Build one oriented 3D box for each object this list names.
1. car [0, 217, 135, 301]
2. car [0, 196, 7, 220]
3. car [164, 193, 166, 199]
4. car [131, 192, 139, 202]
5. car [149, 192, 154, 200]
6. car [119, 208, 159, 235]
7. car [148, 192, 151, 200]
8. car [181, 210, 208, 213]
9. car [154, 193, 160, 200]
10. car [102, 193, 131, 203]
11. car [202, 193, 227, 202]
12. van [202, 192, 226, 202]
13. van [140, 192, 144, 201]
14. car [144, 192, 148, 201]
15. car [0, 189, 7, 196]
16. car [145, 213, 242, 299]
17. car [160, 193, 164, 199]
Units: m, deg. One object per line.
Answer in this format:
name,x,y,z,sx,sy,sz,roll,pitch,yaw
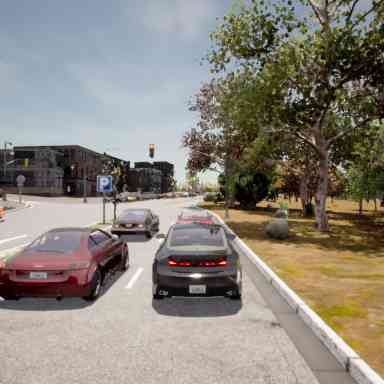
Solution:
car,-2.905,1.574,8.400,1.994,1.385,4.181,0,0,1
car,-16.639,1.404,24.959,4.553,1.767,2.185,-1,0,-19
car,-10.624,1.316,92.687,5.008,1.535,2.097,-1,0,-12
car,-13.830,1.315,65.759,5.366,1.575,1.946,-1,0,-15
car,-12.305,1.359,80.720,4.674,1.452,2.002,-1,0,-13
car,-2.852,1.572,17.619,2.033,1.411,5.357,0,0,1
car,-12.676,1.359,77.718,4.674,1.452,2.002,-1,0,-13
car,0.150,1.625,17.716,1.895,1.301,4.718,0,0,0
car,-11.493,1.357,86.702,4.674,1.452,2.002,-1,0,-12
car,-14.473,1.358,62.766,4.792,1.488,2.163,-1,0,-15
car,4.635,1.142,68.339,4.553,1.767,2.185,1,0,-14
van,4.253,1.043,65.370,4.442,1.987,1.878,1,0,-14
van,-13.274,1.093,71.751,4.442,1.987,1.878,-1,0,-14
car,-13.047,1.322,74.722,4.892,1.521,2.231,-1,0,-14
car,-31.190,0.137,53.627,2.002,1.452,4.674,6,-3,-19
car,0.105,1.515,8.447,1.837,1.490,4.892,0,0,0
car,-11.044,1.065,89.709,5.566,2.045,2.435,-1,0,-12
